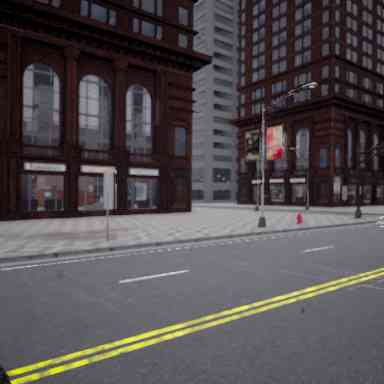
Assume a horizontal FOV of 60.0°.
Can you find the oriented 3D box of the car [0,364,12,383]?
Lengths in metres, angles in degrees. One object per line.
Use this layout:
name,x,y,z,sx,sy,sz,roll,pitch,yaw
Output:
car,-2.930,1.567,1.349,4.181,1.385,1.994,0,0,-36
